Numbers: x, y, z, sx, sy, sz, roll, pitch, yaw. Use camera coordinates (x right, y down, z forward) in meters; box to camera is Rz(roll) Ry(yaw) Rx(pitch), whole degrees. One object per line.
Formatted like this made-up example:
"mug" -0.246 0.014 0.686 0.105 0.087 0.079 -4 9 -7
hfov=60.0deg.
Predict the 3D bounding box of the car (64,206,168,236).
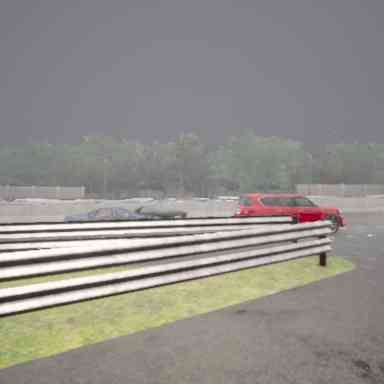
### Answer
"car" -4.268 1.544 18.279 5.357 1.411 2.033 -1 0 -14

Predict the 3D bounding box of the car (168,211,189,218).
"car" -2.598 1.588 22.292 4.718 1.301 1.895 -1 0 -14

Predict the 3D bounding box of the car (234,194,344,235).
"car" 4.858 1.102 16.920 5.566 2.045 2.150 -1 0 -14
